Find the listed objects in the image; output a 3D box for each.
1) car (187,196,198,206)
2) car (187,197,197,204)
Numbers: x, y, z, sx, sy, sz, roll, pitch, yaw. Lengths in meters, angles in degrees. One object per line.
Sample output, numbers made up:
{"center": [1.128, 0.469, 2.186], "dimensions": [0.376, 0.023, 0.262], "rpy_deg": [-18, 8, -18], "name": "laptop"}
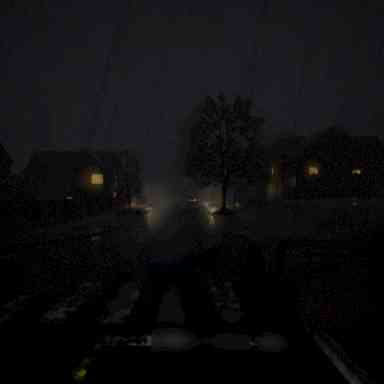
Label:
{"center": [0.092, 1.444, 53.961], "dimensions": [2.128, 1.511, 4.902], "rpy_deg": [0, 0, 0], "name": "car"}
{"center": [0.018, 1.575, 64.389], "dimensions": [1.895, 1.301, 4.718], "rpy_deg": [0, 0, 0], "name": "car"}
